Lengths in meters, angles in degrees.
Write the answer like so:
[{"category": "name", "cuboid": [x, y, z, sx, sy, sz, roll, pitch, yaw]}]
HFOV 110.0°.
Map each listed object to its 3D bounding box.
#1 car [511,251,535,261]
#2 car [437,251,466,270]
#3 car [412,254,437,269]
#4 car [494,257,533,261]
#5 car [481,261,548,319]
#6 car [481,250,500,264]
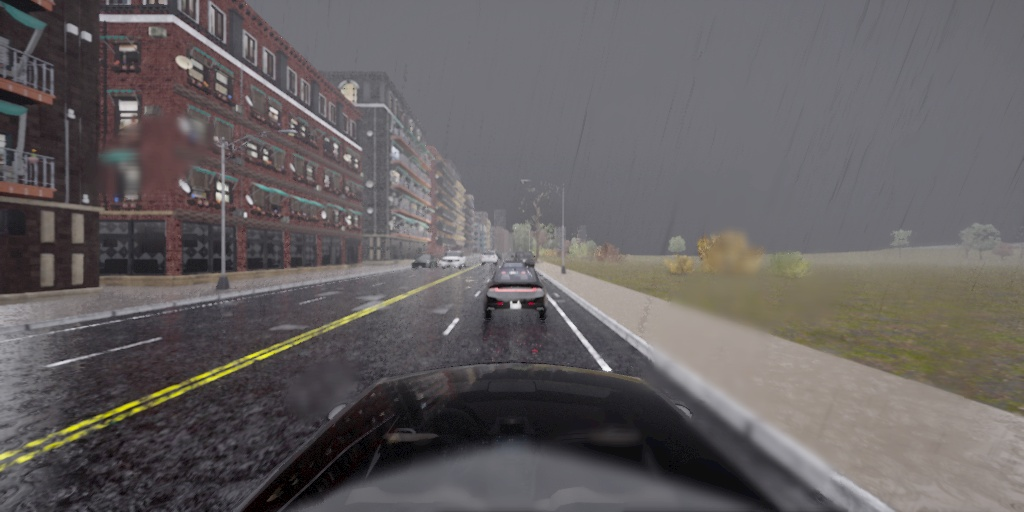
[{"category": "car", "cuboid": [1.135, 0.505, 35.729, 2.150, 2.045, 5.566, 0, 1, 0]}, {"category": "car", "cuboid": [-6.599, 0.428, 40.940, 2.150, 2.045, 5.566, 0, 1, 0]}, {"category": "car", "cuboid": [-9.846, 0.563, 40.660, 2.097, 1.767, 4.553, 0, 1, 0]}, {"category": "car", "cuboid": [0.101, 0.995, 23.624, 2.033, 1.411, 5.357, 0, 1, 0]}, {"category": "car", "cuboid": [0.098, 1.099, 12.026, 2.128, 1.511, 4.902, 0, 1, 0]}, {"category": "car", "cuboid": [-3.255, 0.267, 52.502, 2.150, 2.045, 5.566, 0, 1, 0]}]
